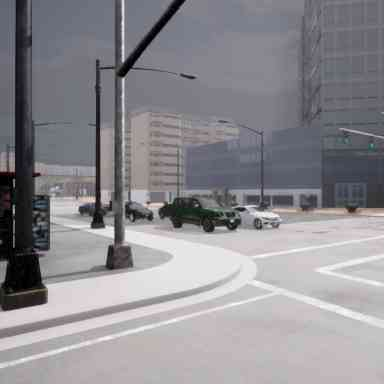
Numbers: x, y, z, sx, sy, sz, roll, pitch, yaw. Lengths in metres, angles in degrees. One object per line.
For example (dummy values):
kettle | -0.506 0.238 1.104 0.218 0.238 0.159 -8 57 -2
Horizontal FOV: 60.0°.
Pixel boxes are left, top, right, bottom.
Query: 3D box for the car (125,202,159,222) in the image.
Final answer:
car | -5.135 1.741 29.287 1.837 1.490 4.892 0 -1 -36

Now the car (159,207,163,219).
car | -1.360 1.740 30.107 1.812 1.442 4.674 0 -1 -36

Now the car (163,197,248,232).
car | 0.673 1.335 21.289 2.150 2.045 5.566 0 -1 -36

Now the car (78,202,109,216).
car | -11.381 1.939 37.903 2.033 1.411 5.357 0 -1 -36

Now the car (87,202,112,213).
car | -12.706 2.060 45.741 1.994 1.385 4.181 0 -1 -35

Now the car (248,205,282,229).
car | 3.940 1.635 22.720 1.812 1.442 4.674 0 -1 -35

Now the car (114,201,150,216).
car | -6.873 1.841 37.649 2.128 1.511 4.902 0 -1 -36
